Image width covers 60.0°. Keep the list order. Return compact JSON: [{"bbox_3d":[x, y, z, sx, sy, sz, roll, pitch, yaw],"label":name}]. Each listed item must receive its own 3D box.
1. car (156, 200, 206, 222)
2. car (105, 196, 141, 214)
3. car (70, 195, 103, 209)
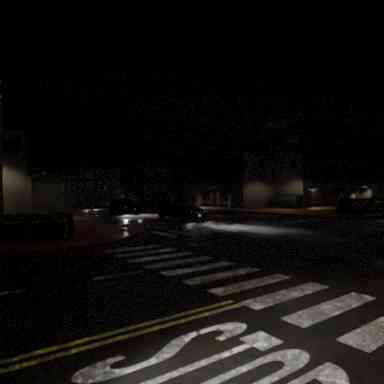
[{"bbox_3d":[-0.919,1.415,25.714,2.128,1.511,4.902,0,0,-37],"label":"car"},{"bbox_3d":[-6.947,1.429,33.956,1.837,1.490,4.892,0,0,-36],"label":"car"},{"bbox_3d":[-13.889,1.472,43.491,2.033,1.411,5.357,0,0,-36],"label":"car"}]
